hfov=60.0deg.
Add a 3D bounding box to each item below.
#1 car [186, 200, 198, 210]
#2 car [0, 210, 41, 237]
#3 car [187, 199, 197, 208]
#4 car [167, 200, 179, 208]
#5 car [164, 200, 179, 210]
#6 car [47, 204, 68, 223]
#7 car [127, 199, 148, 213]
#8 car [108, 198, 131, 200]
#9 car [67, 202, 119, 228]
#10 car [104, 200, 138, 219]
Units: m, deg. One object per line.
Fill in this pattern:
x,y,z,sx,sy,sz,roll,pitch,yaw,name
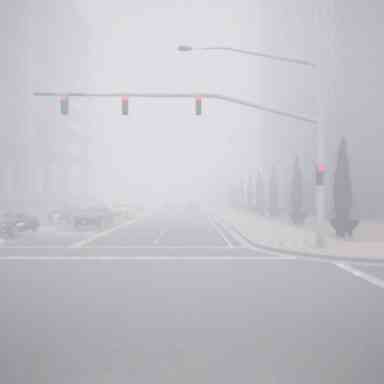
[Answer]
0.006,2.019,51.294,1.882,1.535,5.008,0,-1,0,car
-10.596,1.770,19.396,1.994,1.385,4.181,0,-1,1,car
0.008,2.118,60.689,1.882,1.535,5.008,0,-1,0,car
-3.492,2.213,61.543,1.994,1.385,4.181,0,-1,0,car
-3.393,2.097,52.174,2.033,1.411,5.357,0,-1,0,car
-10.583,1.790,28.265,2.128,1.511,4.902,0,-1,0,car
-7.038,2.015,44.300,2.033,1.411,5.357,0,-1,1,car
-10.515,2.058,48.468,2.033,1.411,5.357,0,-1,1,car
-7.073,1.736,24.373,1.882,1.535,5.008,0,-1,0,car
-7.065,1.833,33.640,1.882,1.535,5.008,0,-1,0,car
